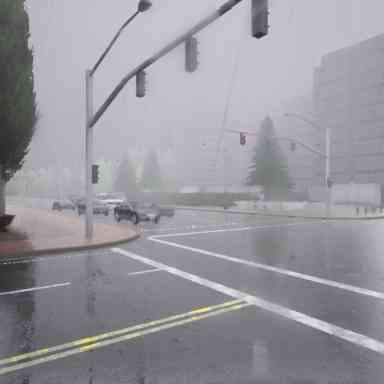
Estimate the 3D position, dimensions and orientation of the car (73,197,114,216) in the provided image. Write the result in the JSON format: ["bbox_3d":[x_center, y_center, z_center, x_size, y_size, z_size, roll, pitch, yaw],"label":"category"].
[{"bbox_3d":[-9.526,1.505,31.870,1.837,1.490,4.892,0,0,-36],"label":"car"}]

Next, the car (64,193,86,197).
[{"bbox_3d":[-17.432,1.224,48.935,2.150,2.045,5.566,0,0,-36],"label":"car"}]

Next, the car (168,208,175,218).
[{"bbox_3d":[-3.420,1.601,29.367,1.895,1.301,4.718,0,0,-36],"label":"car"}]

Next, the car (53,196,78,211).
[{"bbox_3d":[-15.454,1.526,40.145,1.812,1.442,4.674,0,0,-36],"label":"car"}]

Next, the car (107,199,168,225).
[{"bbox_3d":[-4.108,1.492,24.339,2.128,1.511,4.902,0,0,-36],"label":"car"}]

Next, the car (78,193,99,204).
[{"bbox_3d":[-20.404,1.221,65.377,2.150,2.045,5.566,0,0,-36],"label":"car"}]

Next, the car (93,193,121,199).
[{"bbox_3d":[-9.492,1.221,37.831,2.150,2.045,5.566,0,0,-36],"label":"car"}]
